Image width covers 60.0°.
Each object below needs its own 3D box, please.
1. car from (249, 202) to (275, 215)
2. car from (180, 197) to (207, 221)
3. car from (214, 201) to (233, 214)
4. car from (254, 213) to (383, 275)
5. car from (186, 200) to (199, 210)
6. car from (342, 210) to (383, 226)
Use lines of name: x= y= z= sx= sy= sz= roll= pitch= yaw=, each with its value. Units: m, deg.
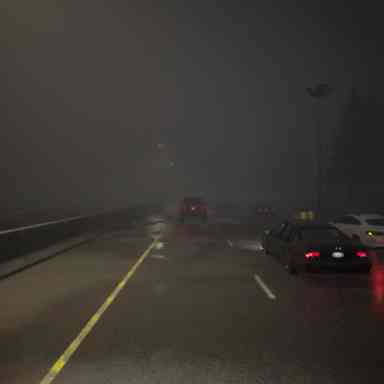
car: x=7.106 y=1.774 z=34.235 sx=2.033 sy=1.411 sz=5.357 roll=0 pitch=0 yaw=0
car: x=0.106 y=1.414 z=28.913 sx=2.150 sy=2.045 sz=5.566 roll=0 pitch=0 yaw=0
car: x=3.608 y=1.734 z=38.715 sx=1.882 sy=1.535 sz=5.008 roll=0 pitch=0 yaw=0
car: x=3.601 y=1.619 z=10.710 sx=2.033 sy=1.411 sz=5.357 roll=0 pitch=0 yaw=0
car: x=0.110 y=1.929 z=49.672 sx=1.895 sy=1.301 sz=4.718 roll=0 pitch=0 yaw=0
car: x=7.103 y=1.617 z=13.871 sx=1.812 sy=1.442 sz=4.674 roll=0 pitch=0 yaw=0
